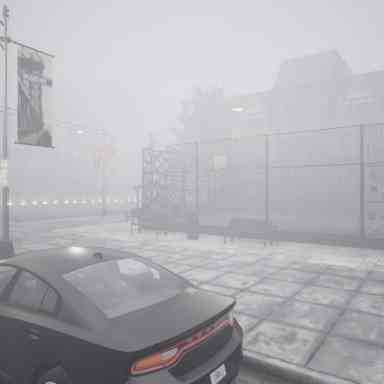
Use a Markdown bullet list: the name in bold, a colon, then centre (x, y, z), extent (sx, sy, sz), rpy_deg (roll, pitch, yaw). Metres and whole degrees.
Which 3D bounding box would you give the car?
- **car**: centre (-1.785, 1.480, 4.405), extent (5.008, 1.535, 2.097), rpy_deg (0, 0, 35)
